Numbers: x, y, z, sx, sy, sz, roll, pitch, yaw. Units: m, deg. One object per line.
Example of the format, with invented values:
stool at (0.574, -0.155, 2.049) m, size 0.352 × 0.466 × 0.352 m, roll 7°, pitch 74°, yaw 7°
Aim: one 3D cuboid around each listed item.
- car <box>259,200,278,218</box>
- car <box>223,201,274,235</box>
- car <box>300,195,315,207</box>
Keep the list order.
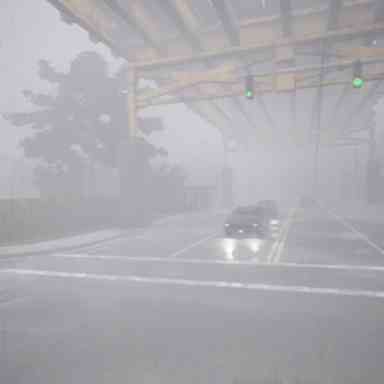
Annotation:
car at (6.260, 1.376, 28.063) m, size 1.812 × 1.442 × 4.674 m, roll -1°, pitch 0°, yaw 18°
car at (3.137, 1.474, 18.455) m, size 2.033 × 1.411 × 5.357 m, roll -1°, pitch 0°, yaw 18°
car at (15.349, 1.113, 44.208) m, size 2.128 × 1.511 × 4.902 m, roll -1°, pitch 0°, yaw 18°
